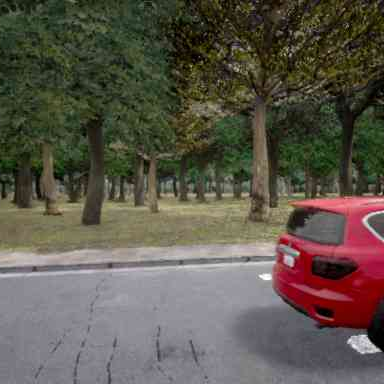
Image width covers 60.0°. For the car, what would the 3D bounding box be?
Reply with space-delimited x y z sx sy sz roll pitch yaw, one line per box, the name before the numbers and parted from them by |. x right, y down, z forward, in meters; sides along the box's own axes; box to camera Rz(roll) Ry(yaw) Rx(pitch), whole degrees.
car | 4.128 1.102 5.469 5.566 2.045 2.150 -1 1 -8
